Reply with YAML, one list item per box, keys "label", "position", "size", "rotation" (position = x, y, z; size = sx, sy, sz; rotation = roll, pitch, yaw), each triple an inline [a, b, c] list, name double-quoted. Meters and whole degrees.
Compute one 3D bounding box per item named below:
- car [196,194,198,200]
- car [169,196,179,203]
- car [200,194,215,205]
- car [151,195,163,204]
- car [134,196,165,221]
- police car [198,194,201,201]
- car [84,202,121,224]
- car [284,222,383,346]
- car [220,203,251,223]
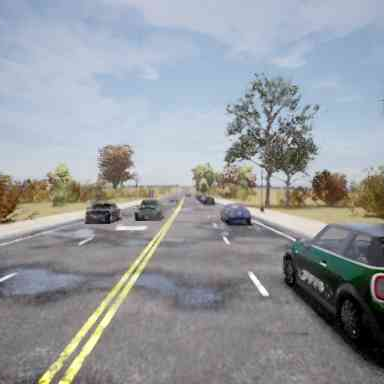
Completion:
- label: "car"
  position: [2.612, 1.489, 79.212]
  size: [2.163, 1.488, 4.792]
  rotation: [0, 0, -1]
- label: "car"
  position: [-3.732, 1.516, 68.615]
  size: [2.033, 1.411, 5.357]
  rotation: [0, 0, -1]
- label: "car"
  position: [2.915, 1.483, 57.162]
  size: [1.882, 1.535, 5.008]
  rotation: [0, 0, -1]
- label: "car"
  position: [-6.957, 1.471, 65.935]
  size: [1.882, 1.535, 5.008]
  rotation: [0, 0, 0]
- label: "car"
  position: [-3.429, 1.364, 27.411]
  size: [2.097, 1.767, 4.553]
  rotation: [0, 0, 0]
- label: "police car"
  position: [2.776, 1.502, 68.173]
  size: [2.038, 1.542, 4.974]
  rotation: [0, 0, -1]
- label: "car"
  position: [-6.669, 1.518, 25.294]
  size: [1.837, 1.490, 4.892]
  rotation: [0, 0, 0]
- label: "car"
  position: [3.342, 1.357, 6.508]
  size: [2.097, 1.767, 4.553]
  rotation: [0, 0, 0]
- label: "car"
  position: [3.281, 1.559, 25.537]
  size: [2.033, 1.411, 5.357]
  rotation: [0, 0, 0]
